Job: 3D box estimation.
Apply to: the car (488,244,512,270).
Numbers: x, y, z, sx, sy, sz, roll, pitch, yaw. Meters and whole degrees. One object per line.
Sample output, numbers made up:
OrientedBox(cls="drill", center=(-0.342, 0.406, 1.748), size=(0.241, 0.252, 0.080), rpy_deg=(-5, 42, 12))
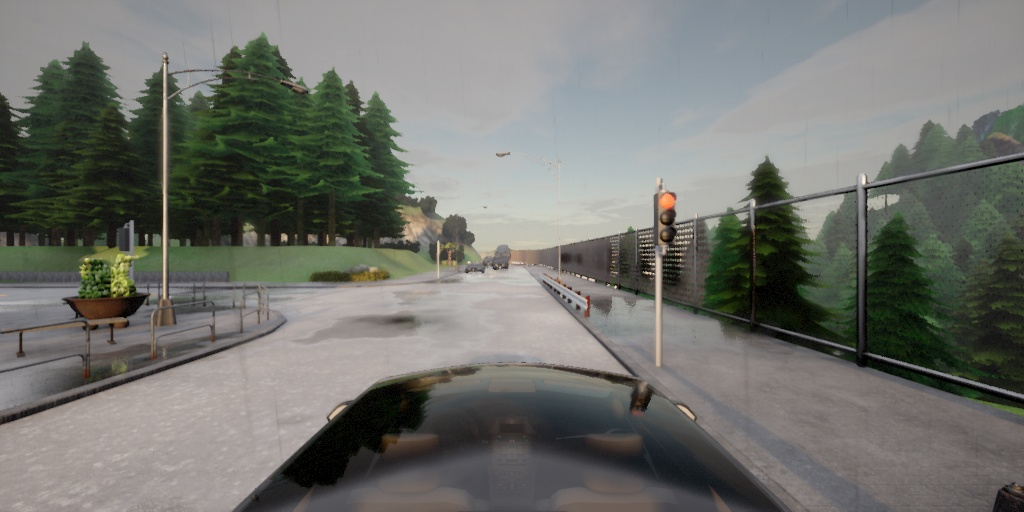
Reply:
OrientedBox(cls="car", center=(-1.387, 0.155, 51.727), size=(2.150, 2.045, 5.566), rpy_deg=(-5, 23, 10))

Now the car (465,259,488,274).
OrientedBox(cls="car", center=(-4.093, 1.299, 40.276), size=(1.994, 1.385, 4.181), rpy_deg=(0, 0, 0))

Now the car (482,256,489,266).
OrientedBox(cls="car", center=(-3.687, 0.950, 60.667), size=(2.150, 2.045, 5.566), rpy_deg=(0, 0, 4))
